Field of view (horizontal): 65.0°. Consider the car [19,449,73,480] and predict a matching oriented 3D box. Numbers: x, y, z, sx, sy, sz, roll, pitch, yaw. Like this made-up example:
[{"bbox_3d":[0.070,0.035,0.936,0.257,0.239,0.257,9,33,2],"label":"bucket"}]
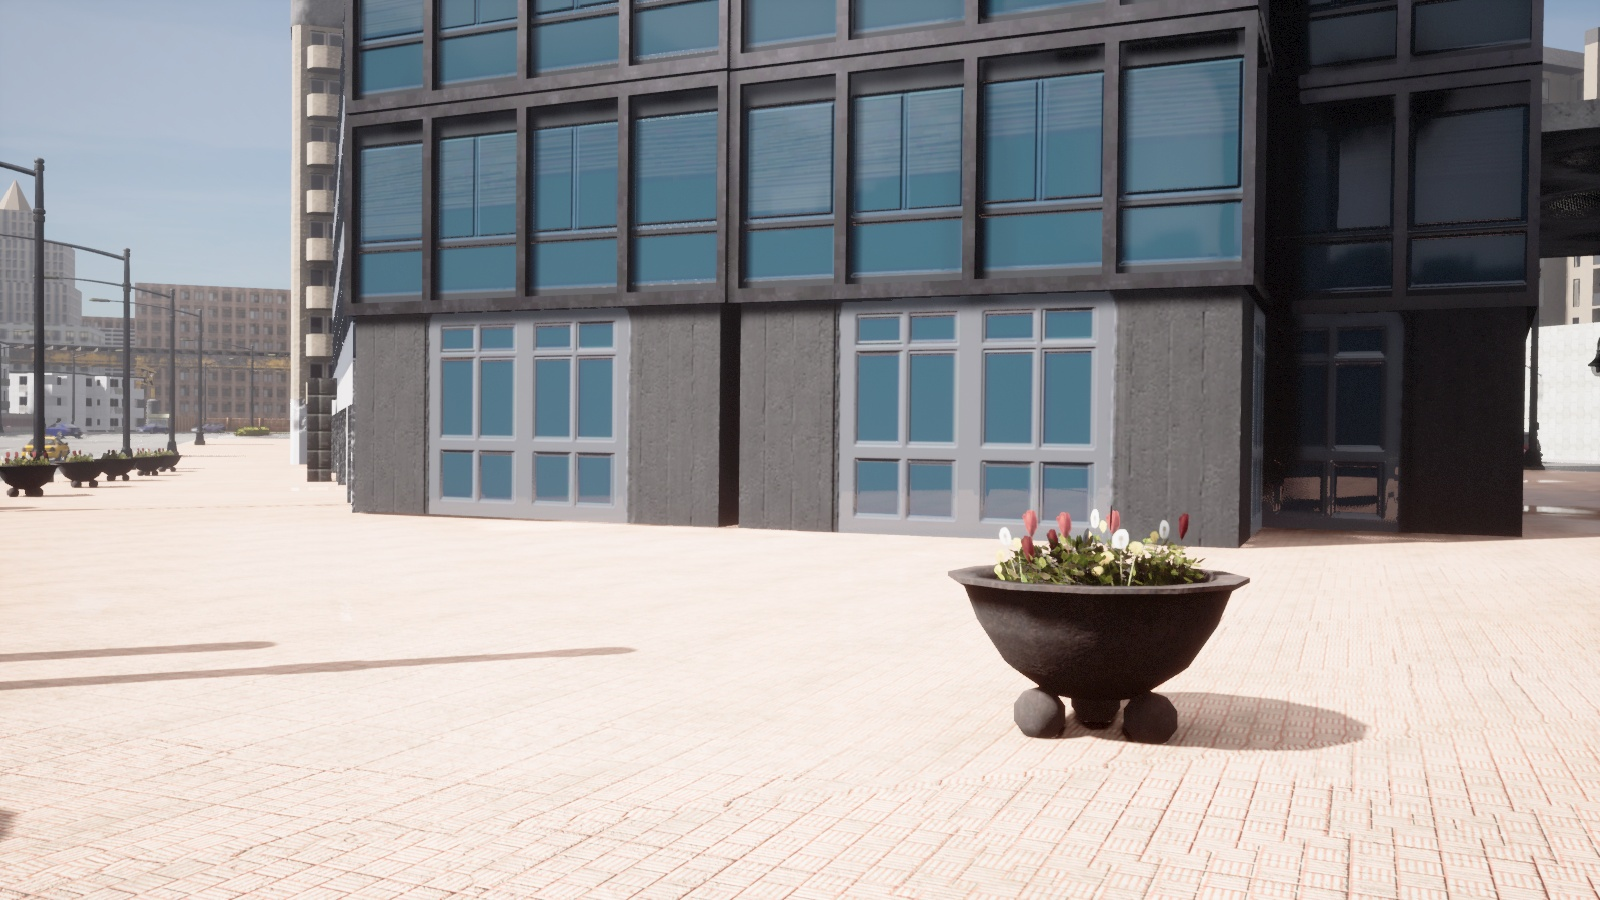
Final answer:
[{"bbox_3d":[-43.436,0.816,72.439,1.801,1.575,5.366,-1,2,-21],"label":"car"}]
